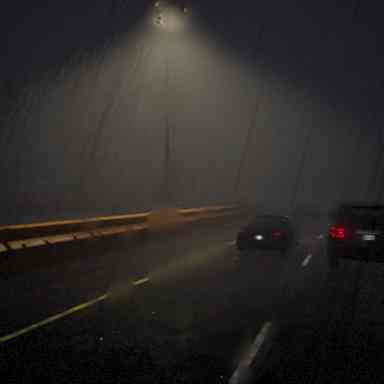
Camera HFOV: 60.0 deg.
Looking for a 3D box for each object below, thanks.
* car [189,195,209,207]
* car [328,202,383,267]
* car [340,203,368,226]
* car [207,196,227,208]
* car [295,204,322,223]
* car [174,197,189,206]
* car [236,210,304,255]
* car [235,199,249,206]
[{"bbox_3d":[1.743,1.504,57.900,2.150,2.045,5.566,1,0,15],"label":"car"},{"bbox_3d":[5.983,1.347,11.499,2.150,2.045,5.566,1,0,25],"label":"car"},{"bbox_3d":[13.193,1.762,27.214,1.882,1.535,5.008,1,0,24],"label":"car"},{"bbox_3d":[4.547,1.794,55.037,2.128,1.511,4.902,1,0,16],"label":"car"},{"bbox_3d":[10.016,1.729,28.682,1.882,1.535,5.008,1,0,25],"label":"car"},{"bbox_3d":[-1.780,1.746,58.344,1.837,1.490,4.892,1,0,15],"label":"car"},{"bbox_3d":[3.347,1.668,14.110,1.994,1.385,4.181,1,0,25],"label":"car"},{"bbox_3d":[8.327,1.916,55.552,1.994,1.385,4.181,1,0,15],"label":"car"}]
